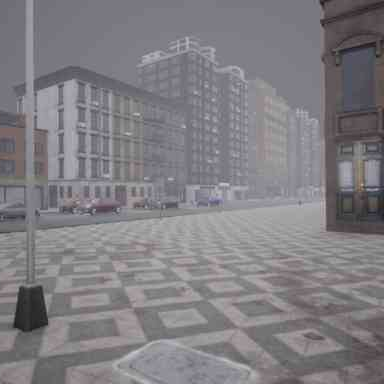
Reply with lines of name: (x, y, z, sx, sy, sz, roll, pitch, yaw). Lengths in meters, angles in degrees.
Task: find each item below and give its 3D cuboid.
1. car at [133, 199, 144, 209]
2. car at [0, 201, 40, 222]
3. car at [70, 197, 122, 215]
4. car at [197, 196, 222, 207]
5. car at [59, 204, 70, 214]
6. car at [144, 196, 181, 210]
car: (-5.606, 1.449, 44.039, 1.882, 1.535, 5.008, -1, 0, 36)
car: (-14.279, 1.550, 26.233, 1.994, 1.385, 4.181, -1, 0, 35)
car: (-9.287, 1.320, 33.263, 2.097, 1.767, 4.553, -1, 0, 35)
car: (2.637, 1.402, 49.963, 1.882, 1.535, 5.008, -1, 0, 36)
car: (-11.666, 1.471, 35.521, 1.882, 1.535, 5.008, -1, 0, 35)
car: (-3.369, 1.299, 41.579, 2.097, 1.767, 4.553, -1, 0, 35)
